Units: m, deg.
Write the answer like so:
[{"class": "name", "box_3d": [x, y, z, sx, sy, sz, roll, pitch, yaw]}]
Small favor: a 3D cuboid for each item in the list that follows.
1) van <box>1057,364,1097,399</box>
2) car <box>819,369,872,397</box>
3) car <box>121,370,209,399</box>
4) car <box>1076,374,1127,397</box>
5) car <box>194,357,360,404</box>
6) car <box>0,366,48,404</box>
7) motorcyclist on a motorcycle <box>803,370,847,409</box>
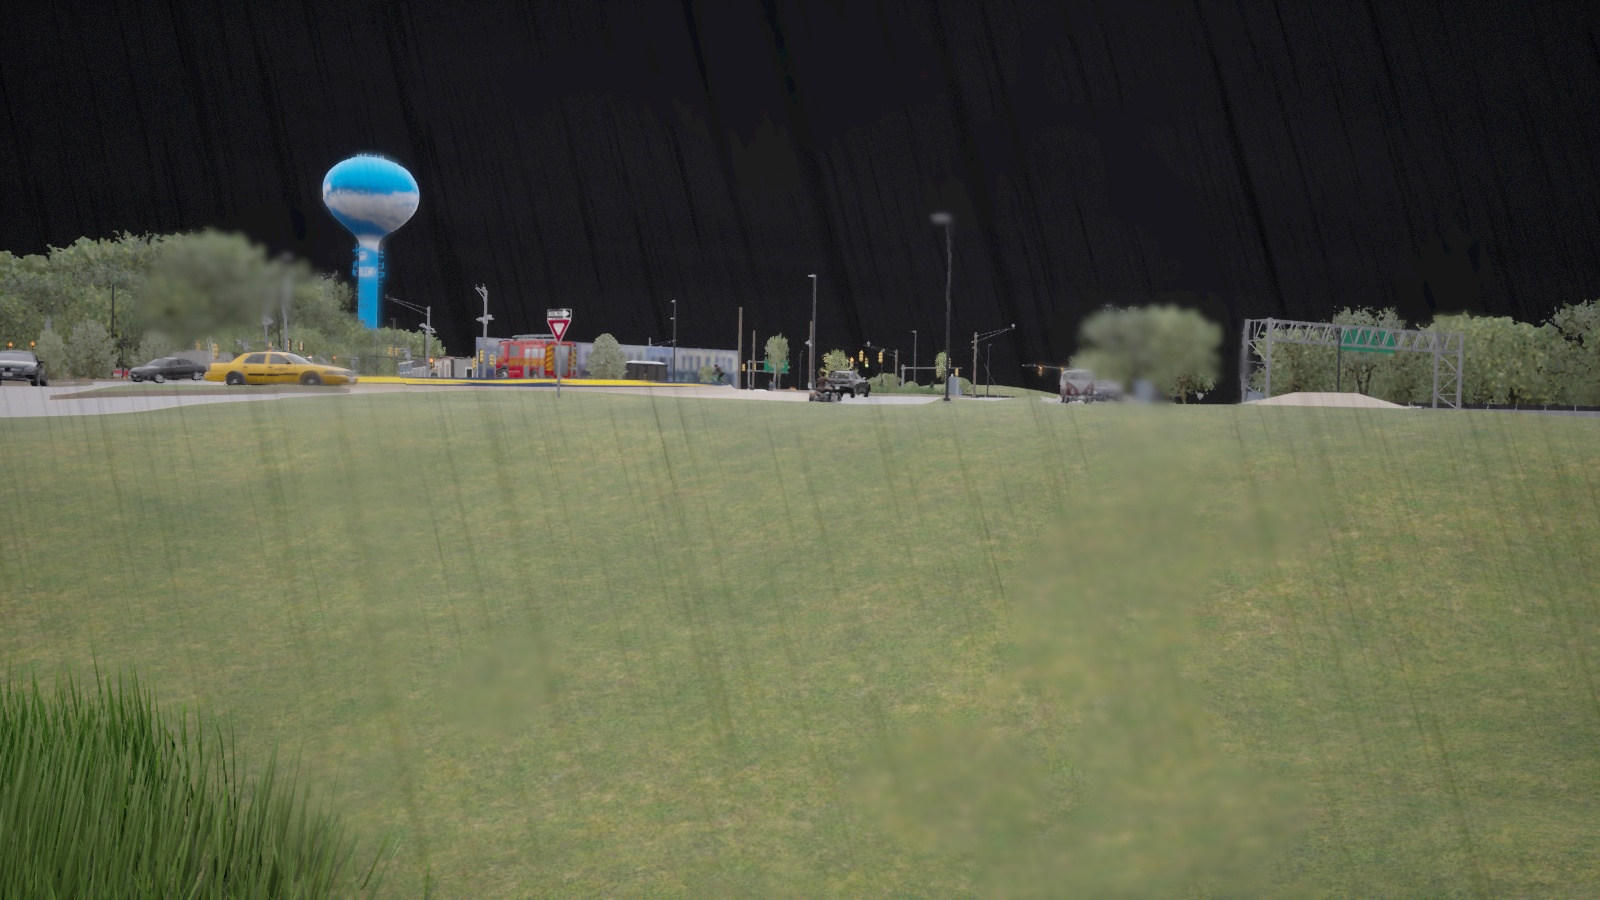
[{"class": "van", "box_3d": [16.730, -4.140, 76.058, 1.775, 1.987, 4.442, 2, 3, 6]}, {"class": "car", "box_3d": [2.552, -3.704, 69.336, 1.816, 1.474, 4.193, 2, 4, 18]}, {"class": "car", "box_3d": [-39.147, -4.083, 77.532, 1.837, 1.490, 4.892, 2, 7, 19]}, {"class": "car", "box_3d": [22.443, -4.801, 93.373, 2.033, 1.649, 4.856, 3, 3, 34]}, {"class": "car", "box_3d": [-18.856, -2.486, 45.378, 5.366, 1.575, 1.801, 0, 1, 7]}, {"class": "car", "box_3d": [-31.631, -2.589, 50.582, 1.812, 1.442, 4.674, 0, 2, -25]}, {"class": "motorcyclist on a motorcycle", "box_3d": [1.107, -2.648, 55.292, 0.766, 1.649, 2.350, 0, 1, 34]}]
